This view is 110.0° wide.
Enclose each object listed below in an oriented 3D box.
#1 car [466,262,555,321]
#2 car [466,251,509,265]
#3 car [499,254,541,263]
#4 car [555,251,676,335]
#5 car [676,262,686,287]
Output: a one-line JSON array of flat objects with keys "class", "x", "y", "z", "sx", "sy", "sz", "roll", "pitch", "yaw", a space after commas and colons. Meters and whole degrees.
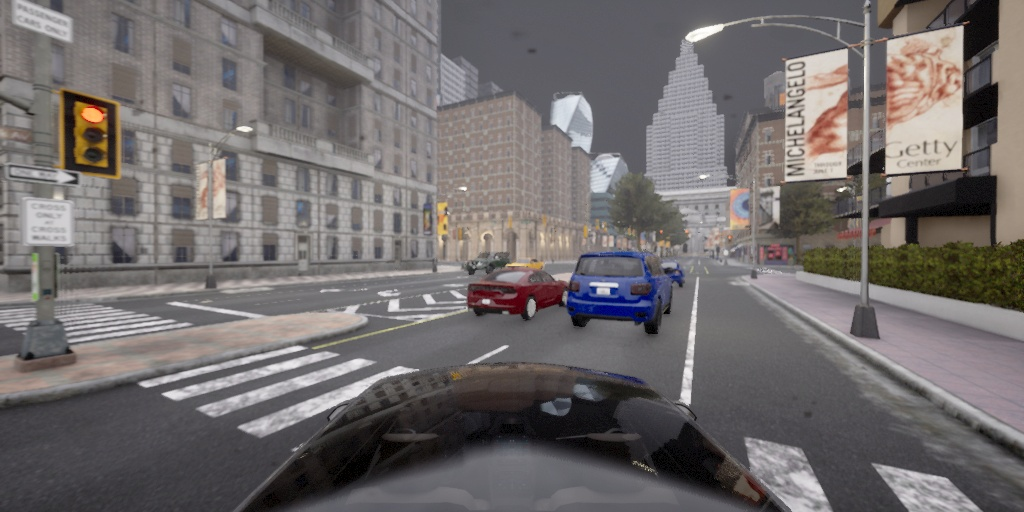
[{"class": "car", "x": 0.423, "y": 1.128, "z": 12.336, "sx": 1.882, "sy": 1.535, "sz": 5.008, "roll": 0, "pitch": 0, "yaw": 28}, {"class": "car", "x": -1.941, "y": 0.590, "z": 32.738, "sx": 2.150, "sy": 2.045, "sz": 5.566, "roll": 0, "pitch": 1, "yaw": 28}, {"class": "car", "x": 1.172, "y": 0.871, "z": 31.141, "sx": 1.882, "sy": 1.535, "sz": 5.008, "roll": 0, "pitch": 1, "yaw": 28}, {"class": "car", "x": 3.386, "y": 0.891, "z": 10.614, "sx": 2.150, "sy": 2.045, "sz": 5.566, "roll": 0, "pitch": 0, "yaw": 29}, {"class": "car", "x": 9.818, "y": 1.043, "z": 22.655, "sx": 1.882, "sy": 1.535, "sz": 5.008, "roll": 0, "pitch": 1, "yaw": 28}]
